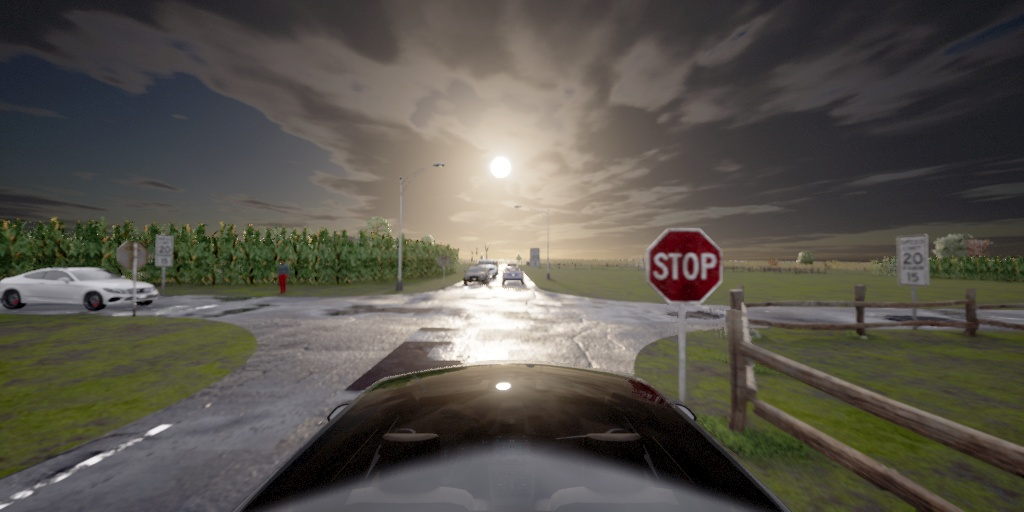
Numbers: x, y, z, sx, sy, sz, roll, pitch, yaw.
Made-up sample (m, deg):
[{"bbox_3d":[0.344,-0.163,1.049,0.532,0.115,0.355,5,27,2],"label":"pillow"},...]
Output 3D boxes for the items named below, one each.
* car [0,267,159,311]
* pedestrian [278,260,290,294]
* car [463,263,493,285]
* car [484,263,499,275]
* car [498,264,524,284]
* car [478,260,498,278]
[{"bbox_3d":[-15.698,1.137,13.045,4.674,1.442,1.812,1,-1,1],"label":"car"},{"bbox_3d":[-12.179,1.083,19.070,0.375,1.860,0.375,0,-2,0],"label":"pedestrian"},{"bbox_3d":[-2.880,1.576,29.880,1.837,1.490,4.892,0,-1,0],"label":"car"},{"bbox_3d":[-2.855,1.808,50.473,1.837,1.490,4.892,0,-1,0],"label":"car"},{"bbox_3d":[0.086,1.634,31.420,2.033,1.411,5.357,0,-1,0],"label":"car"},{"bbox_3d":[-2.865,1.410,40.329,2.150,2.045,5.566,0,-1,0],"label":"car"}]
